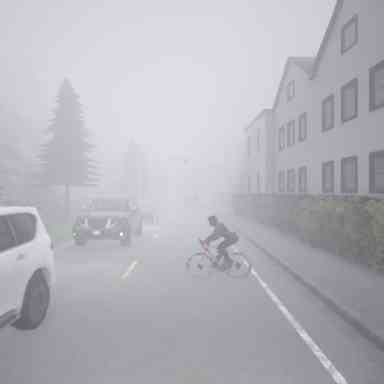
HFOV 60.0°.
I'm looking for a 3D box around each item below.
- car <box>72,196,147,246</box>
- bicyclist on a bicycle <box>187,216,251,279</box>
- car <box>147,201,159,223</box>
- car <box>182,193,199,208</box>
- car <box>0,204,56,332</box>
[{"bbox_3d":[-3.672,1.212,15.530,2.150,2.045,5.566,0,0,0],"label":"car"},{"bbox_3d":[0.690,1.432,8.522,1.656,1.620,0.582,0,0,0],"label":"bicyclist on a bicycle"},{"bbox_3d":[-3.663,1.462,25.366,1.882,1.535,5.008,0,0,0],"label":"car"},{"bbox_3d":[-0.168,1.191,46.875,2.150,2.045,5.566,0,0,-3],"label":"car"},{"bbox_3d":[-3.606,1.221,4.008,2.150,2.045,5.566,0,0,0],"label":"car"}]
